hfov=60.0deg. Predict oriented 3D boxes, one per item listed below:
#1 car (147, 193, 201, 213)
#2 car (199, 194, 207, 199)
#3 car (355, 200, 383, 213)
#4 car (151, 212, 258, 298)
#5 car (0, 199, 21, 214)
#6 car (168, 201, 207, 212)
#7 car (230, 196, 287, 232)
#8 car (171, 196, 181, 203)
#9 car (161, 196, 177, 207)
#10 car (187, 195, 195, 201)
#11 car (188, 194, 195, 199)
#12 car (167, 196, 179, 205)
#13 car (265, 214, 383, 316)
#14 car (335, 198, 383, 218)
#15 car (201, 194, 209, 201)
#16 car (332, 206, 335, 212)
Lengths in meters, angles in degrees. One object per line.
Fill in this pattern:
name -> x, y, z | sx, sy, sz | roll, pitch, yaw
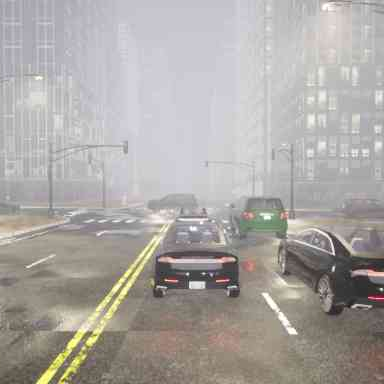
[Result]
car -> -2.089, 1.170, 36.115 | 5.566, 2.045, 2.150 | 1, 1, 1
car -> 3.008, 1.294, 91.278 | 1.994, 1.385, 4.181 | 0, 0, 0
car -> 21.708, 1.642, 38.407 | 4.829, 1.417, 1.752 | 1, 0, 1
car -> 0.078, 1.488, 8.502 | 2.128, 1.511, 4.902 | 0, 0, 0
car -> -19.481, 1.408, 33.185 | 4.181, 1.385, 1.994 | 1, 1, 1
car -> 0.052, 1.482, 17.687 | 2.128, 1.511, 4.902 | 0, 0, 0
car -> 3.304, 1.213, 17.335 | 2.150, 2.045, 5.566 | 0, 0, 0
car -> -3.438, 1.493, 70.617 | 1.994, 1.385, 4.181 | 0, 0, 0
car -> -3.478, 1.455, 51.380 | 2.128, 1.511, 4.902 | 0, 0, 0
car -> -0.214, 1.458, 80.853 | 2.033, 1.411, 5.357 | 0, 0, 0
car -> -0.242, 1.337, 91.300 | 1.895, 1.301, 4.718 | 0, 0, 0
car -> -3.483, 1.517, 60.591 | 1.994, 1.385, 4.181 | 0, 0, 0
car -> 3.327, 1.488, 7.493 | 2.128, 1.511, 4.902 | 0, 0, 0
car -> 16.121, 1.519, 30.106 | 5.009, 1.841, 2.192 | 1, 0, 1
car -> 3.035, 1.513, 81.306 | 1.895, 1.301, 4.718 | 0, 0, 0
car -> 17.363, 1.684, 35.872 | 4.181, 1.385, 1.994 | 0, 1, 1
